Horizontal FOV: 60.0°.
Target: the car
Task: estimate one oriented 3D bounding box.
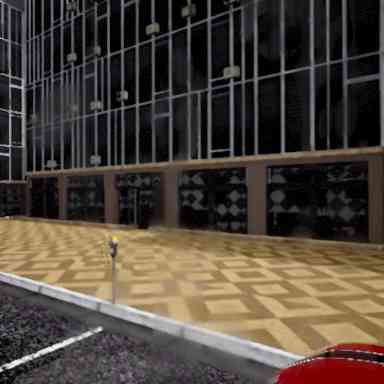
[{"bbox_3d":[2.074,1.437,1.397,4.097,1.590,1.967,0,0,35],"label":"car"}]
